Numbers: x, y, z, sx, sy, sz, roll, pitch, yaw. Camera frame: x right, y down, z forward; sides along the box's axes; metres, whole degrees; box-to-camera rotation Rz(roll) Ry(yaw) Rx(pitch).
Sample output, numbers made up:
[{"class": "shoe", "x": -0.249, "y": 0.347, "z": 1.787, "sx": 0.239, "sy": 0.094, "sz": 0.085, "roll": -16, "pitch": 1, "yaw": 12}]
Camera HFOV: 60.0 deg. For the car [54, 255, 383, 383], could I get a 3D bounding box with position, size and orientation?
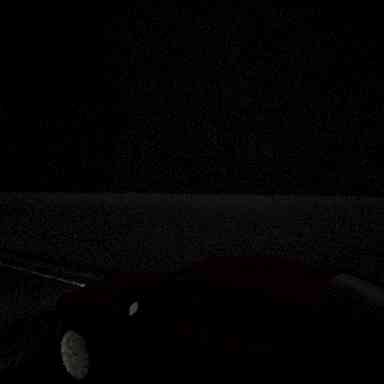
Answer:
[{"class": "car", "x": 0.496, "y": 1.468, "z": 3.644, "sx": 5.008, "sy": 1.535, "sz": 1.882, "roll": 0, "pitch": 0, "yaw": 36}]
